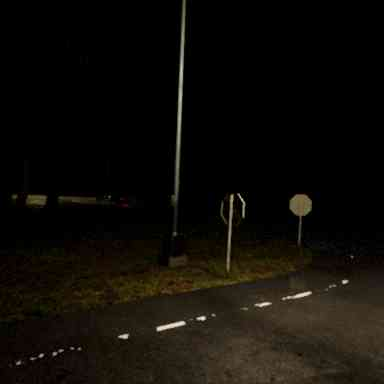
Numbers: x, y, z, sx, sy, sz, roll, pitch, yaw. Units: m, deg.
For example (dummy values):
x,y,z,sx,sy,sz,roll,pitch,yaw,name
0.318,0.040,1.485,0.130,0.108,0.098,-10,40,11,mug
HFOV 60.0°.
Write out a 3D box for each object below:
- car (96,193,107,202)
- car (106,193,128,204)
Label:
x,y,z,sx,sy,sz,roll,pitch,yaw,name
-16.090,0.905,61.476,2.097,1.767,4.553,3,0,-33,car
-12.215,1.231,55.638,1.837,1.490,4.892,3,0,-33,car
